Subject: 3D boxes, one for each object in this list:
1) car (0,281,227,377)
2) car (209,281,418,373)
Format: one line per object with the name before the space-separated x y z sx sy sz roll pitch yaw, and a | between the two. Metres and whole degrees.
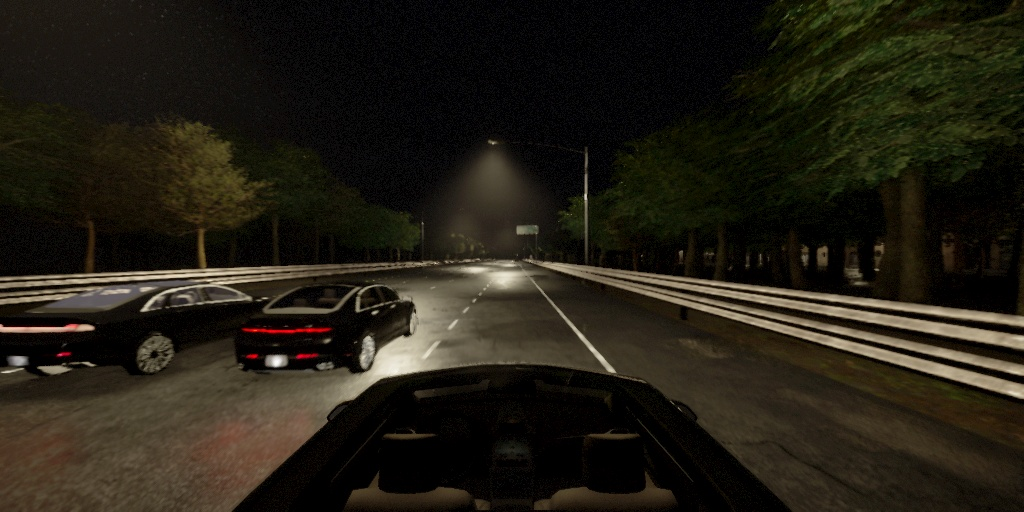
car | -6.901 1.265 7.441 2.128 1.511 4.902 0 0 0
car | -3.401 1.280 7.601 1.837 1.490 4.892 0 0 0
